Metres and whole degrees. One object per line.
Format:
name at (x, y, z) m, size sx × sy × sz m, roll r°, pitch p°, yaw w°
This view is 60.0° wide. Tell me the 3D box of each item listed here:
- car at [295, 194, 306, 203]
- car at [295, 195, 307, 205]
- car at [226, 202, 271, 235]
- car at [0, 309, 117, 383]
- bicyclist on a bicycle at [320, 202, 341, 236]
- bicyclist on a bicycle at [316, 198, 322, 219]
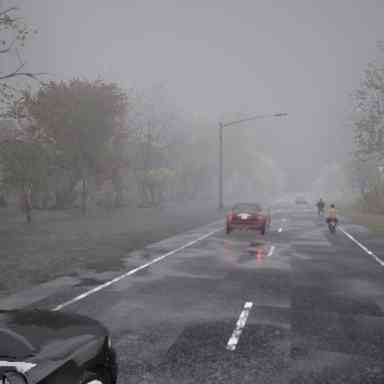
car at (22.974, 1.375, 70.528) m, size 2.097 × 1.767 × 4.553 m, roll 0°, pitch 0°, yaw 17°
car at (20.138, 1.580, 61.140) m, size 1.994 × 1.385 × 4.181 m, roll 0°, pitch 0°, yaw 17°
car at (3.383, 1.355, 19.344) m, size 2.097 × 1.767 × 4.553 m, roll 0°, pitch 0°, yaw 17°
car at (-2.173, 1.491, 1.602) m, size 2.128 × 1.511 × 4.902 m, roll 0°, pitch 0°, yaw 17°
bicyclist on a bicycle at (7.274, 1.440, 17.248) m, size 0.866 × 1.612 × 1.509 m, roll 0°, pitch 0°, yaw 18°
bicyclist on a bicycle at (10.026, 1.377, 25.947) m, size 0.659 × 1.776 × 1.843 m, roll 0°, pitch 0°, yaw 17°
